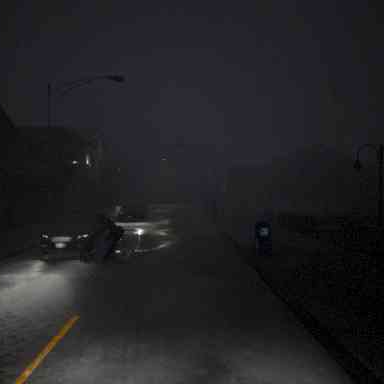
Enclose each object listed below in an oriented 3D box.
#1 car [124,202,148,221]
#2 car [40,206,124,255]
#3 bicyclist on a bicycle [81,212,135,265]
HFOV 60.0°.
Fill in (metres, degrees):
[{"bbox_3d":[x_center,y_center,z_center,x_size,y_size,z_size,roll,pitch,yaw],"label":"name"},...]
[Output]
[{"bbox_3d":[-4.673,1.526,26.948,1.812,1.442,4.674,0,0,-1],"label":"car"},{"bbox_3d":[-4.377,1.491,13.395,2.128,1.511,4.902,0,0,-1],"label":"car"},{"bbox_3d":[-2.587,1.452,10.207,1.656,1.620,0.582,-1,0,-1],"label":"bicyclist on a bicycle"}]
